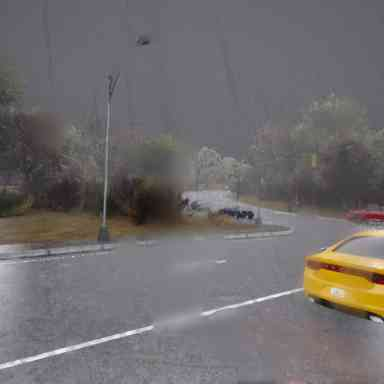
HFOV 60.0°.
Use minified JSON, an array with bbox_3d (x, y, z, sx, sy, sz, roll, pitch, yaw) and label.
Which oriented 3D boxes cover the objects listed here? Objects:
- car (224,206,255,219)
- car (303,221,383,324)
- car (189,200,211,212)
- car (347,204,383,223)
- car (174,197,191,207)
[{"bbox_3d":[4.706,2.145,35.463,1.895,1.301,4.718,3,-1,-22],"label":"car"},{"bbox_3d":[4.431,1.544,6.915,5.008,1.535,1.882,1,-1,-35],"label":"car"},{"bbox_3d":[1.135,1.896,45.225,1.837,1.490,4.892,2,1,-17],"label":"car"},{"bbox_3d":[18.209,2.230,32.355,5.566,2.045,2.150,1,0,32],"label":"car"},{"bbox_3d":[-1.669,1.624,55.516,1.994,1.385,4.181,2,2,-12],"label":"car"}]
